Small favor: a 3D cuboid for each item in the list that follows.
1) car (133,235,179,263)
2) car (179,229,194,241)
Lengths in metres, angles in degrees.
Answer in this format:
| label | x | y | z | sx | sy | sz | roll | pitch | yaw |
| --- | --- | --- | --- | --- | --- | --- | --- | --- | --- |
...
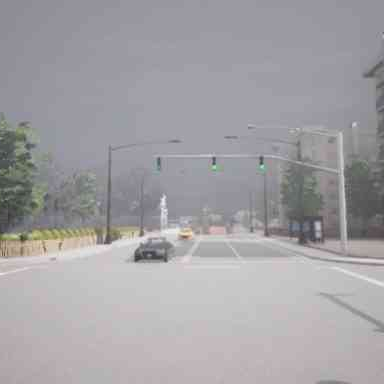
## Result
| label | x | y | z | sx | sy | sz | roll | pitch | yaw |
| --- | --- | --- | --- | --- | --- | --- | --- | --- | --- |
| car | -2.229 | 3.521 | 20.552 | 1.994 | 1.385 | 4.181 | -1 | -5 | 5 |
| car | -0.740 | 5.755 | 45.344 | 1.882 | 1.535 | 5.008 | -1 | -5 | 3 |
